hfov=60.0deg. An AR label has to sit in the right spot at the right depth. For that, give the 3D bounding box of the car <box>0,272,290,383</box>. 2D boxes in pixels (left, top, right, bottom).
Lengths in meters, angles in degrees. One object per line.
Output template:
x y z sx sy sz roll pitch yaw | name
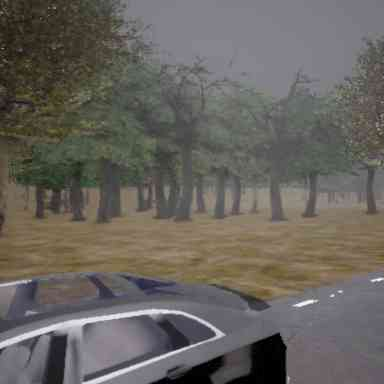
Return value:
-1.359 1.495 2.445 4.902 1.511 2.128 0 0 -36 | car
